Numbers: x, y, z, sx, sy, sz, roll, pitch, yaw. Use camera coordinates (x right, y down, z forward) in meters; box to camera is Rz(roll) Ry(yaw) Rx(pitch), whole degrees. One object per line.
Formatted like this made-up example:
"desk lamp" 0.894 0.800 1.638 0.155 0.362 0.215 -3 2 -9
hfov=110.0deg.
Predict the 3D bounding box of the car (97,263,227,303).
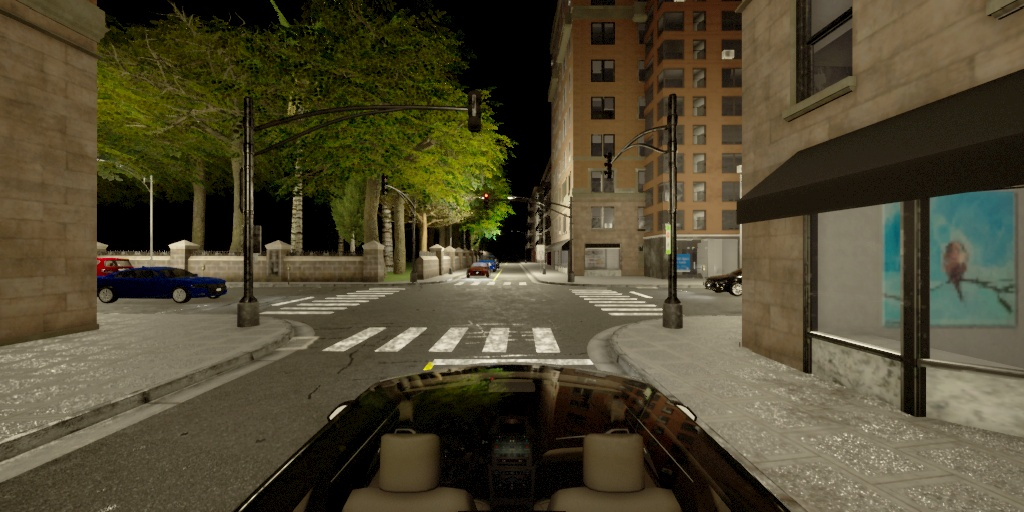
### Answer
"car" -15.473 1.212 15.860 5.008 1.535 1.882 0 0 0

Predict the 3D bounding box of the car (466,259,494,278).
"car" -3.056 1.293 33.608 1.994 1.385 4.181 0 0 0

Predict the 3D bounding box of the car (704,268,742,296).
"car" 12.689 1.271 18.683 4.892 1.490 1.837 0 0 1

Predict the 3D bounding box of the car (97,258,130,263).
"car" -25.924 1.035 21.778 5.009 1.841 2.192 0 0 1

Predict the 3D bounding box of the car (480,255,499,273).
"car" -3.042 0.930 44.268 2.150 2.045 5.566 0 0 0
